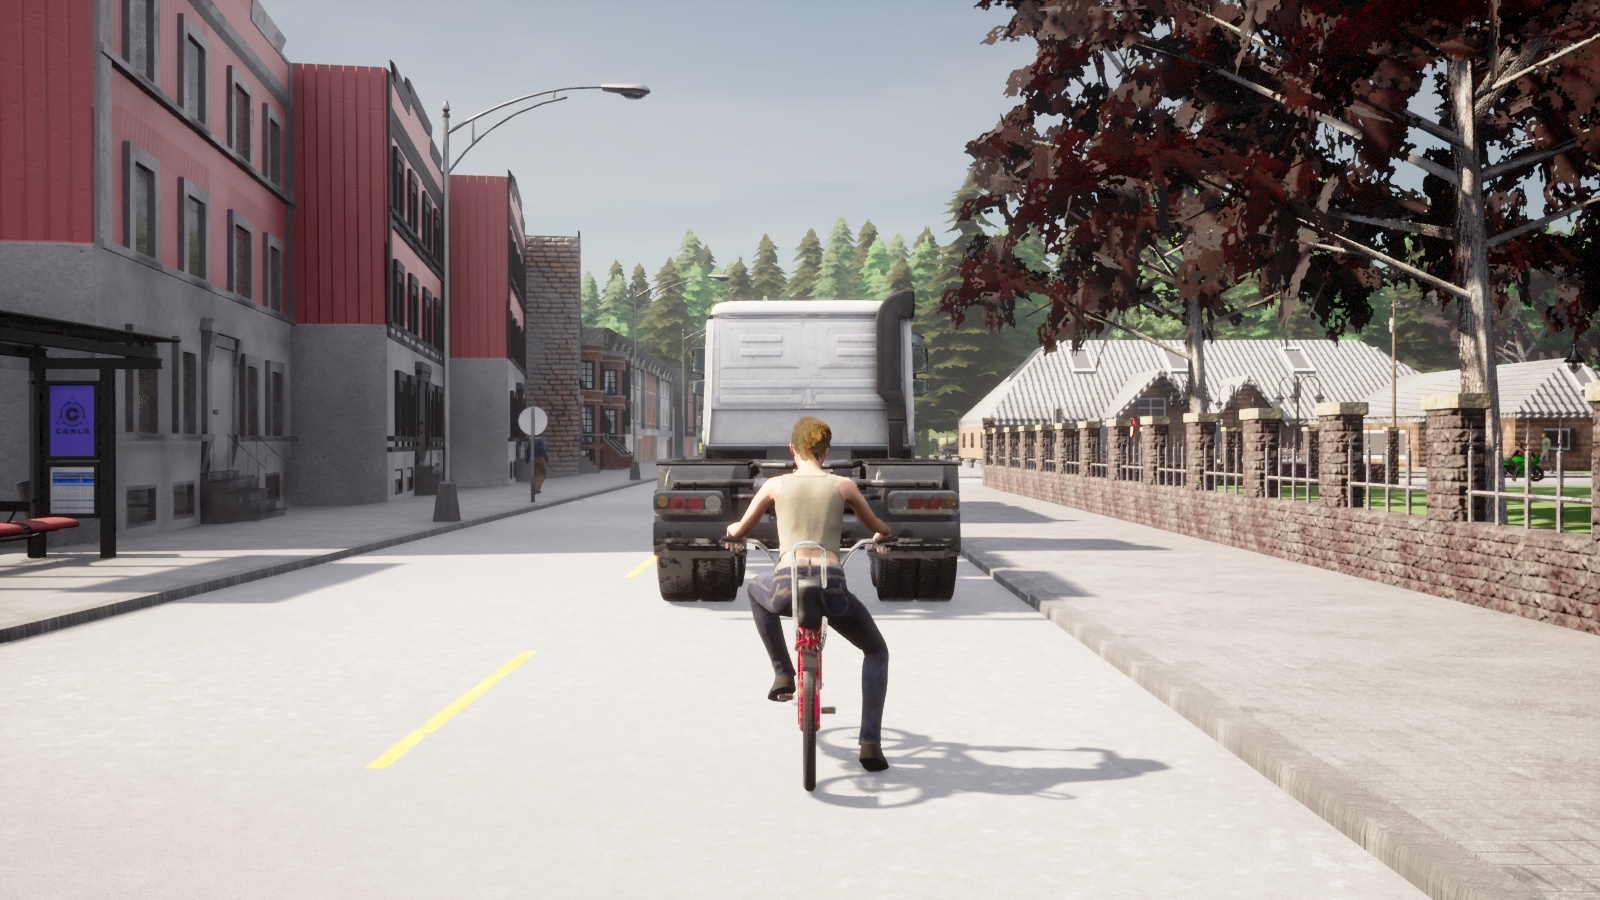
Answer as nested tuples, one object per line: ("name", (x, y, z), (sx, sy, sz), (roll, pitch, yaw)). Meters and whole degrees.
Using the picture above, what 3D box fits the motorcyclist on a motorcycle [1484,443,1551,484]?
("motorcyclist on a motorcycle", (26.488, 0.488, 46.375), (2.044, 1.523, 0.797), (0, 0, -1))

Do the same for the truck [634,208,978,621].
("truck", (0.095, -0.317, 14.519), (2.891, 3.462, 7.936), (0, 0, 1))

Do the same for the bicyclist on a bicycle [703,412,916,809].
("bicyclist on a bicycle", (0.044, 0.650, 5.856), (0.866, 1.612, 1.509), (0, 0, 0))

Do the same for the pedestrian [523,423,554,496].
("pedestrian", (-7.018, 0.251, 33.734), (0.423, 1.949, 0.788), (0, 0, 24))

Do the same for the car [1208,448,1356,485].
("car", (17.769, 0.599, 46.425), (4.718, 1.301, 1.895), (0, 0, -1))

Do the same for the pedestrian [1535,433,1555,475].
("pedestrian", (32.260, 0.175, 54.383), (0.614, 1.847, 0.353), (0, 0, 4))
